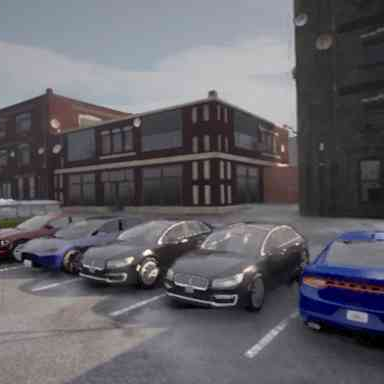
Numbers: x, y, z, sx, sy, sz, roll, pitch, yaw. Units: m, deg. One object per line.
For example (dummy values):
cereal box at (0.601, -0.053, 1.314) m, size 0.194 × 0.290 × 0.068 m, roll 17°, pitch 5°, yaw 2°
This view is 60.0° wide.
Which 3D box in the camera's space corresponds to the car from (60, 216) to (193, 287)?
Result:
car at (-0.884, 1.520, 9.590) m, size 2.231 × 1.521 × 4.892 m, roll -1°, pitch 0°, yaw 35°

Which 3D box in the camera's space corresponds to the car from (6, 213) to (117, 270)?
car at (-3.150, 1.571, 11.160) m, size 2.163 × 1.488 × 4.792 m, roll -1°, pitch 0°, yaw 35°

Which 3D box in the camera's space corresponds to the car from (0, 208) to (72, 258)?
car at (-5.373, 1.568, 12.788) m, size 2.097 × 1.535 × 5.008 m, roll -1°, pitch 0°, yaw 35°

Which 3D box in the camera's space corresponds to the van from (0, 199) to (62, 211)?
van at (-7.457, 1.371, 14.408) m, size 1.878 × 1.987 × 4.442 m, roll -1°, pitch -1°, yaw 35°

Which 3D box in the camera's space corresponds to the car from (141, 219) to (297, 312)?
car at (1.360, 1.500, 7.990) m, size 2.231 × 1.521 × 4.892 m, roll 0°, pitch 0°, yaw 35°

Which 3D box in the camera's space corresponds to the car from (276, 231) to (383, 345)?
car at (3.598, 1.483, 6.382) m, size 2.097 × 1.535 × 5.008 m, roll 0°, pitch 0°, yaw 35°
